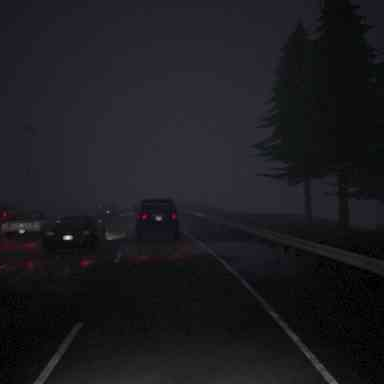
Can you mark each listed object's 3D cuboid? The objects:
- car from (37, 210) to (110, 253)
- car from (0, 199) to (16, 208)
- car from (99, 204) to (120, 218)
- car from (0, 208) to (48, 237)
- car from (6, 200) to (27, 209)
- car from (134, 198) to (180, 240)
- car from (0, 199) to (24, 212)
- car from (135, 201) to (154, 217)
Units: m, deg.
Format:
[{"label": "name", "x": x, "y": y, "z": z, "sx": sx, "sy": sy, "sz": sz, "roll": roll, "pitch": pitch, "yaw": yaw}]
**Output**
[{"label": "car", "x": -4.922, "y": 1.692, "z": 14.400, "sx": 1.994, "sy": 1.385, "sz": 4.181, "roll": 0, "pitch": 0, "yaw": -8}, {"label": "car", "x": -35.325, "y": 2.165, "z": 63.482, "sx": 1.837, "sy": 1.490, "sz": 4.892, "roll": 0, "pitch": 0, "yaw": -11}, {"label": "car", "x": -8.192, "y": 1.832, "z": 33.013, "sx": 1.994, "sy": 1.385, "sz": 4.181, "roll": 0, "pitch": 0, "yaw": -10}, {"label": "car", "x": -9.281, "y": 1.794, "z": 19.583, "sx": 1.895, "sy": 1.301, "sz": 4.718, "roll": 0, "pitch": 0, "yaw": -10}, {"label": "car", "x": -30.877, "y": 2.200, "z": 58.677, "sx": 1.895, "sy": 1.301, "sz": 4.718, "roll": 0, "pitch": 0, "yaw": -10}, {"label": "car", "x": -1.956, "y": 1.350, "z": 18.208, "sx": 2.150, "sy": 2.045, "sz": 5.566, "roll": 0, "pitch": 0, "yaw": -9}, {"label": "car", "x": -13.707, "y": 1.609, "z": 24.284, "sx": 2.097, "sy": 1.767, "sz": 4.553, "roll": 0, "pitch": 0, "yaw": -10}, {"label": "car", "x": -5.254, "y": 1.771, "z": 36.369, "sx": 1.837, "sy": 1.490, "sz": 4.892, "roll": 0, "pitch": 0, "yaw": -10}]
